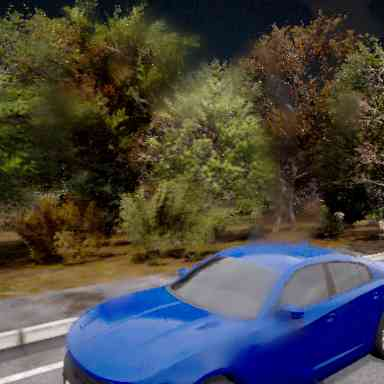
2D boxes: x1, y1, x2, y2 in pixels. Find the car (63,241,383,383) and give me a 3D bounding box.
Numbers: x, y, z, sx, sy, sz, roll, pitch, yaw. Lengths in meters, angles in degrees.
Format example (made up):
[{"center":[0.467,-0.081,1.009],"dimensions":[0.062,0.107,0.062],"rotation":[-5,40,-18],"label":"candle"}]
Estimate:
[{"center":[0.965,1.485,4.372],"dimensions":[5.008,1.535,1.882],"rotation":[0,0,-35],"label":"car"}]
